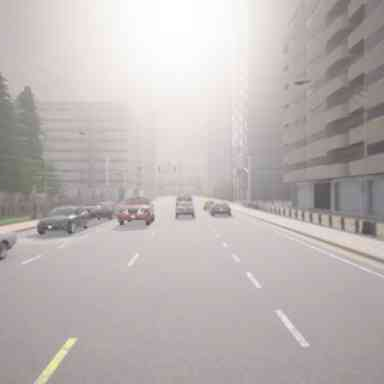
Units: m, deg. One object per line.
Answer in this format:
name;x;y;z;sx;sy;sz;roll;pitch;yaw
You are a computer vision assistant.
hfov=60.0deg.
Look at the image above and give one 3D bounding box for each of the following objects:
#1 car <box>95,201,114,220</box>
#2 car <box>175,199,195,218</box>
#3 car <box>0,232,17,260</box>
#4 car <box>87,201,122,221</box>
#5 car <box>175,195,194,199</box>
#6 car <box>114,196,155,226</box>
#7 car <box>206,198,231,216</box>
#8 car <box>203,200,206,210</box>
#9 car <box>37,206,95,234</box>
car;-7.556;1.323;25.145;1.994;1.385;4.181;0;0;-1
car;-0.657;1.651;31.671;2.033;1.411;5.357;0;0;-1
car;-7.304;1.668;9.980;1.895;1.301;4.718;0;0;-1
car;-7.722;1.610;29.949;1.882;1.535;5.008;0;0;-1
car;-0.939;1.359;41.919;2.150;2.045;5.566;0;0;-1
car;-4.057;1.317;25.195;2.150;2.045;5.566;0;0;-1
car;2.808;1.659;34.057;1.994;1.385;4.181;0;0;-1
car;2.527;1.607;44.732;1.882;1.535;5.008;0;-1;-1
car;-7.528;1.605;19.919;1.837;1.490;4.892;0;0;-1
